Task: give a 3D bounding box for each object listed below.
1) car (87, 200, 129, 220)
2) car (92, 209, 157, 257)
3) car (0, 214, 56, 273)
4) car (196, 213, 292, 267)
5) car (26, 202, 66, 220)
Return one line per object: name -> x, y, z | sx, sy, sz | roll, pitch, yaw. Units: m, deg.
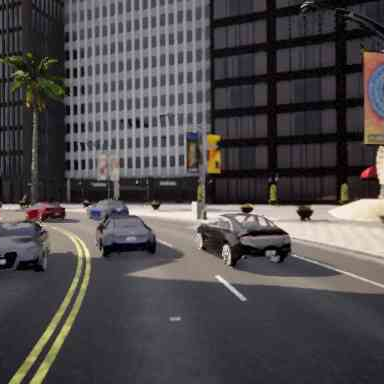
car -> -7.002, 1.443, 27.487 | 2.097, 1.767, 4.553 | -1, 0, -38
car -> -2.784, 1.603, 13.447 | 1.994, 1.385, 4.181 | 0, 0, -20
car -> -5.595, 1.625, 10.471 | 1.994, 1.385, 4.181 | 0, 0, -19
car -> 1.529, 1.489, 11.553 | 2.128, 1.511, 4.902 | 0, 0, -16
car -> -12.579, 1.620, 28.465 | 1.882, 1.535, 5.008 | 0, 0, -45
